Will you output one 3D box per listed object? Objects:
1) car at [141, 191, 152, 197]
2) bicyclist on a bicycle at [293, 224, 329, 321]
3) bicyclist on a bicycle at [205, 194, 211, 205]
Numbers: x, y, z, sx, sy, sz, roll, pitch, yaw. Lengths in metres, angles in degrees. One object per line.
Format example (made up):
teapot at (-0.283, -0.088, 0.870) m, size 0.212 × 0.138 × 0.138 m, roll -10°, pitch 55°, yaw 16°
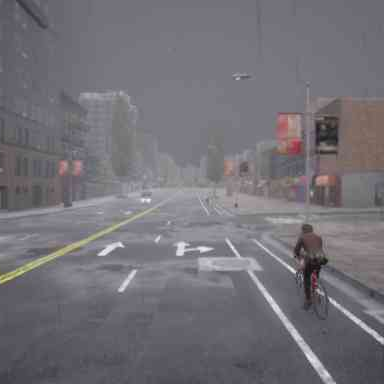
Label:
car at (-9.721, 0.366, 72.069) m, size 1.994 × 1.385 × 4.181 m, roll 0°, pitch 1°, yaw 0°
bicyclist on a bicycle at (2.253, 1.450, 6.339) m, size 0.582 × 1.620 × 1.656 m, roll 0°, pitch 0°, yaw 0°
bicyclist on a bicycle at (2.289, 1.139, 48.315) m, size 0.866 × 1.612 × 1.509 m, roll 0°, pitch 1°, yaw 0°
